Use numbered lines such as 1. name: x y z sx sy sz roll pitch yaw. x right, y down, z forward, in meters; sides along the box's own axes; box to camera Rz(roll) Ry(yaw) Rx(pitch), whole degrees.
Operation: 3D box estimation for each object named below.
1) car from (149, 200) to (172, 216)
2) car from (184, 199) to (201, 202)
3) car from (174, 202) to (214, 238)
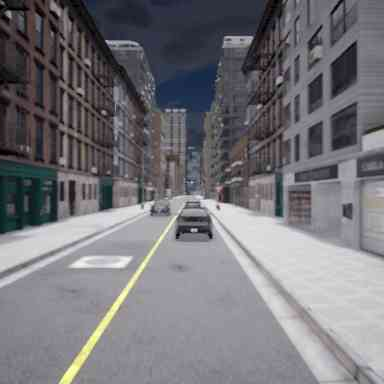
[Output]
1. car: -3.000 1.547 32.640 1.837 1.490 4.892 0 0 0
2. car: 0.105 1.533 40.147 2.128 1.511 4.902 0 0 0
3. car: 0.102 1.518 17.754 1.837 1.490 4.892 0 0 0
